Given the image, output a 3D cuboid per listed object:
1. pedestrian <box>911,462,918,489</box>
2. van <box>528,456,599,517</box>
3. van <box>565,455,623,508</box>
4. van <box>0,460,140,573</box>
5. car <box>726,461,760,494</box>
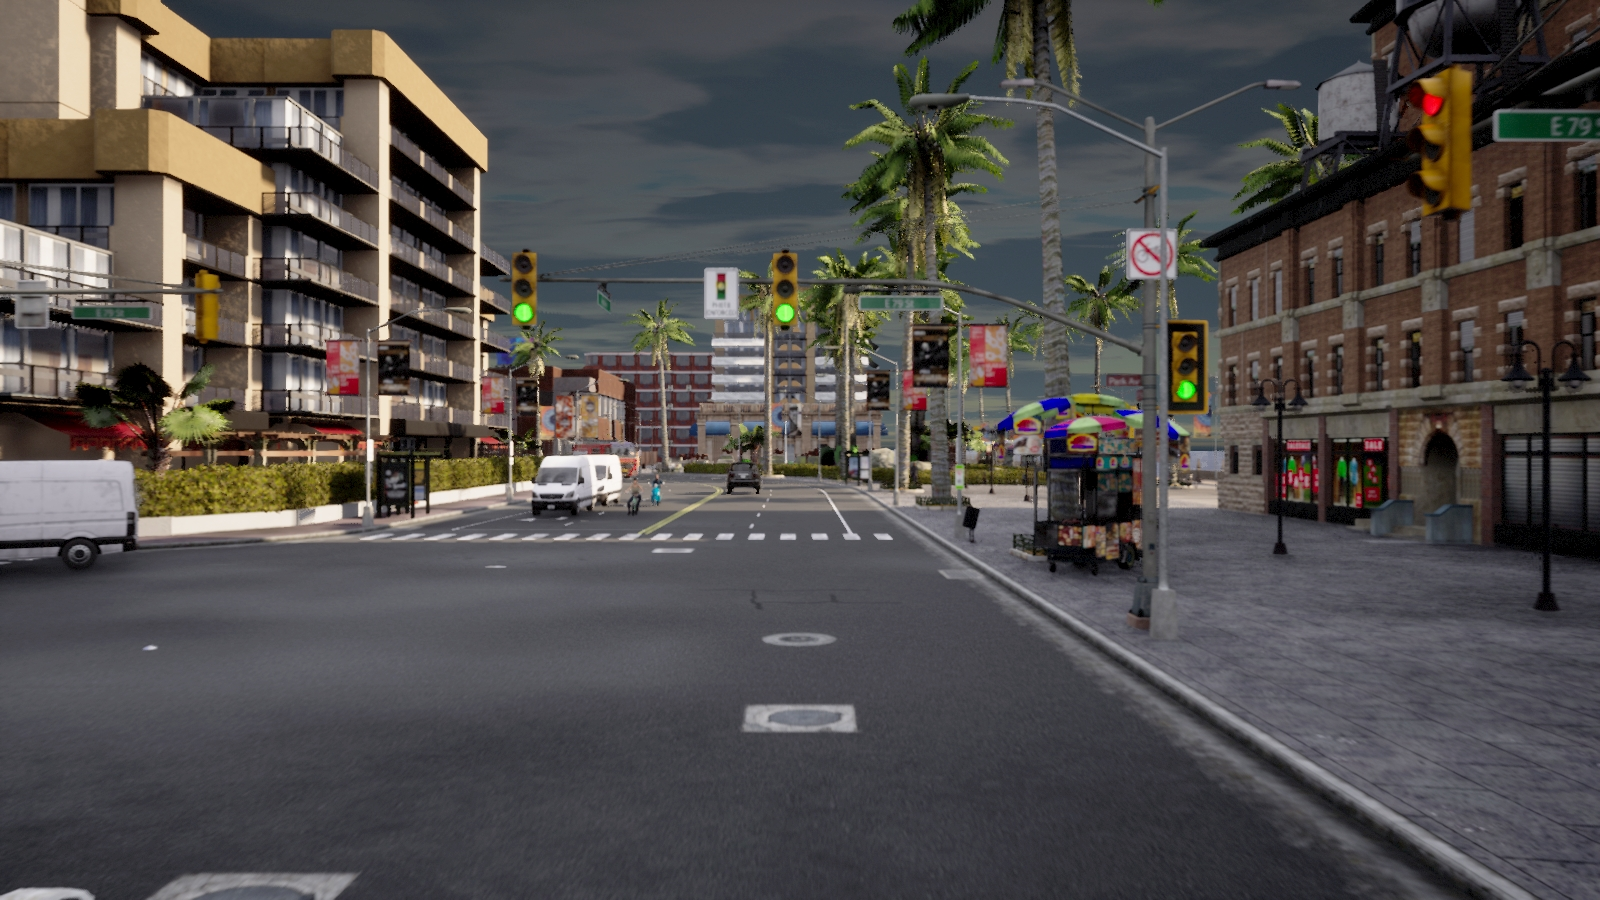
[{"bbox_3d":[7.825,1.716,77.863,0.375,1.860,0.375,0,0,-7],"label":"pedestrian"},{"bbox_3d":[-10.545,1.548,51.316,1.988,2.561,5.915,0,0,0],"label":"van"},{"bbox_3d":[-10.560,1.550,58.975,1.988,2.561,5.915,0,0,0],"label":"van"},{"bbox_3d":[-19.006,1.542,26.988,5.915,2.561,1.988,0,0,-30],"label":"van"},{"bbox_3d":[-3.733,1.799,75.251,2.150,2.045,5.566,0,0,-2],"label":"car"}]
